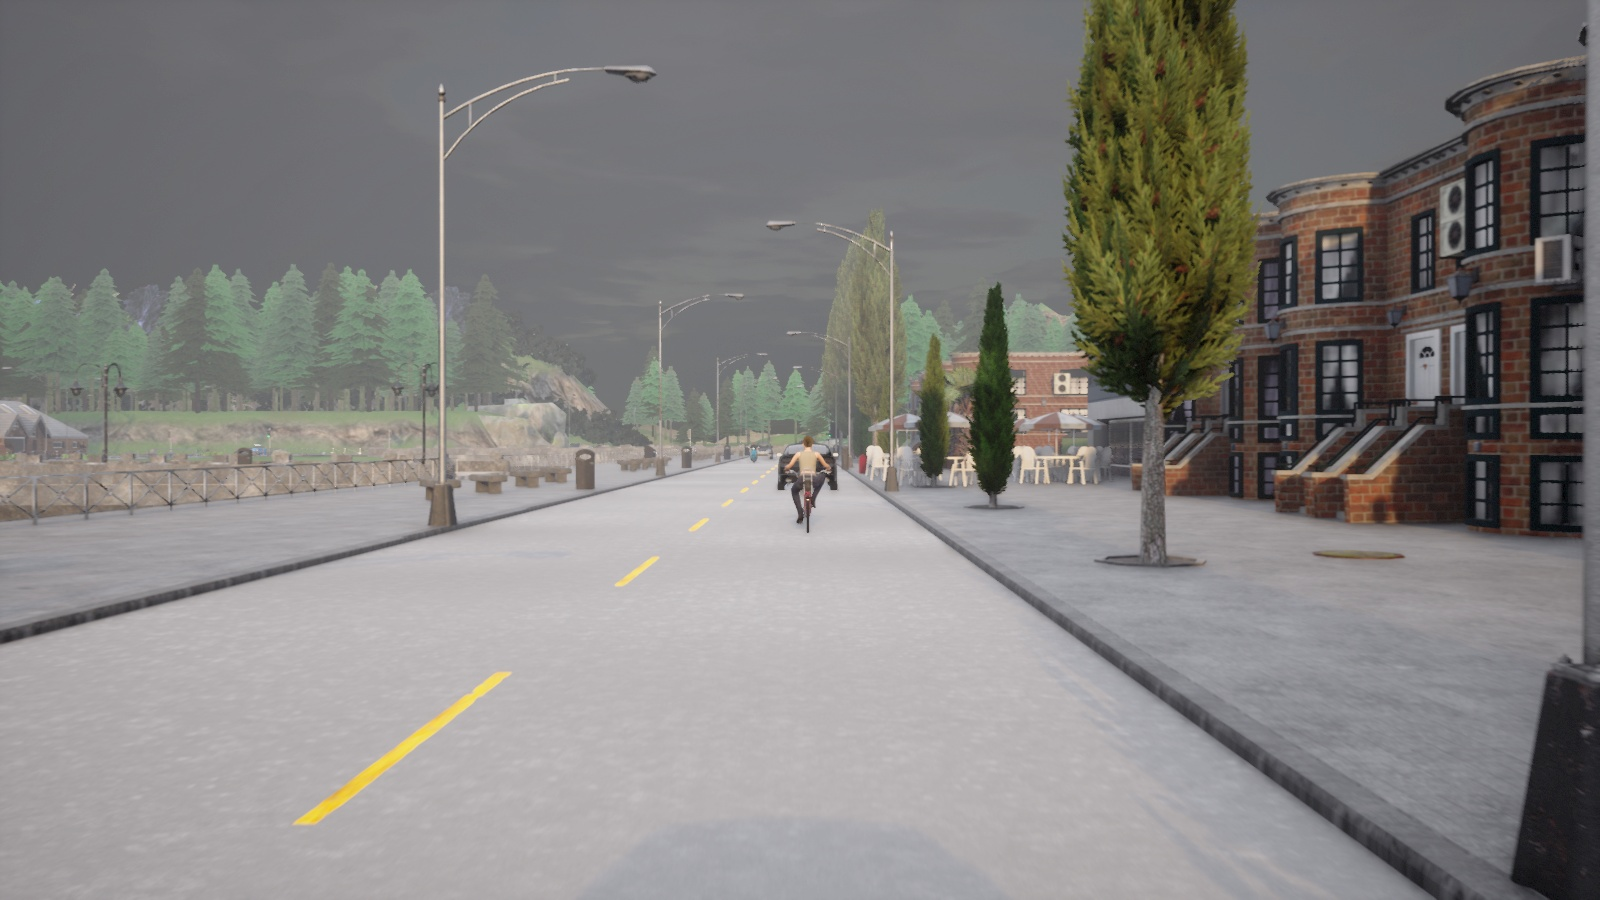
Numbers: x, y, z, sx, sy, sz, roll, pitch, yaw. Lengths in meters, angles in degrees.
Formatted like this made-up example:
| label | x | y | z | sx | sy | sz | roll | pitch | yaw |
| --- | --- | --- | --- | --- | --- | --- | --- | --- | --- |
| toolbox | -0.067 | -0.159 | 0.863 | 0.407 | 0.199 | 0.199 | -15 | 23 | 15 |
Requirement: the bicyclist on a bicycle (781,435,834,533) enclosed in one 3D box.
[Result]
| label | x | y | z | sx | sy | sz | roll | pitch | yaw |
| --- | --- | --- | --- | --- | --- | --- | --- | --- | --- |
| bicyclist on a bicycle | 0.134 | 0.562 | 21.405 | 0.866 | 1.612 | 1.509 | 0 | 0 | 0 |

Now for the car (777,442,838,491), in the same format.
| label | x | y | z | sx | sy | sz | roll | pitch | yaw |
| --- | --- | --- | --- | --- | --- | --- | --- | --- | --- |
| car | 0.245 | 0.491 | 41.435 | 1.882 | 1.535 | 5.008 | 0 | 0 | 0 |
